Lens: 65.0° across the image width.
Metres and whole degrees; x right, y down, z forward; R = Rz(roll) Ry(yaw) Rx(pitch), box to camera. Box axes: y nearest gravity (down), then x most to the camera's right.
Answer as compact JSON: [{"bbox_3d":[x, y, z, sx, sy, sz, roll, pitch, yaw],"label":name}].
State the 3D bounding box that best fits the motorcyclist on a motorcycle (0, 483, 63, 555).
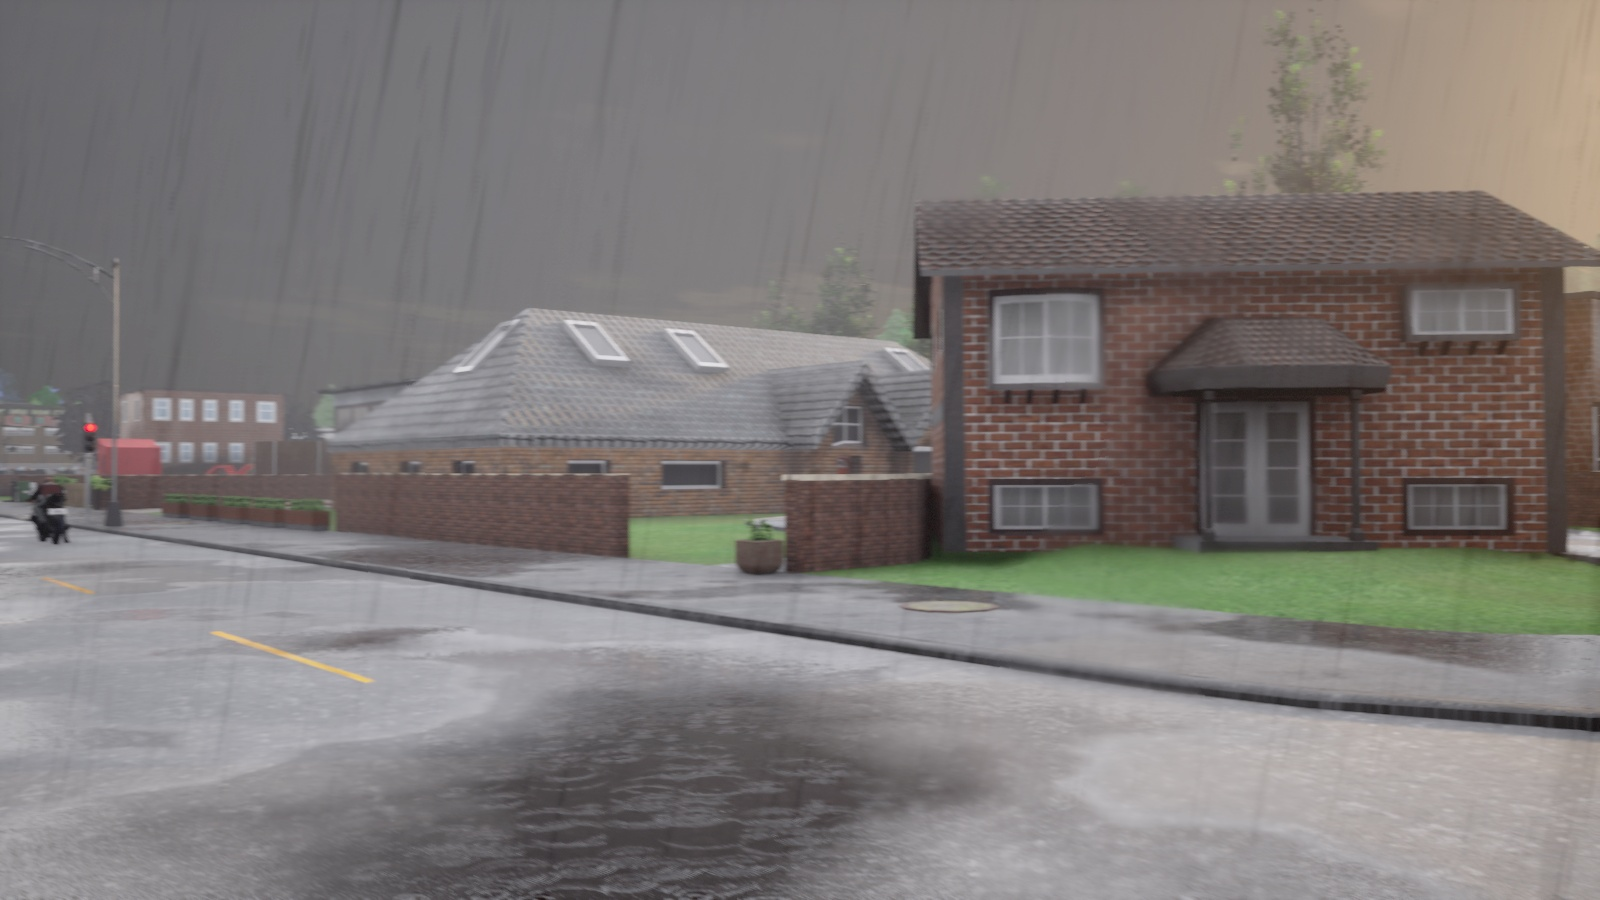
[{"bbox_3d":[-17.279,1.524,28.208,0.866,1.530,2.191,0,-1,-40],"label":"motorcyclist on a motorcycle"}]
